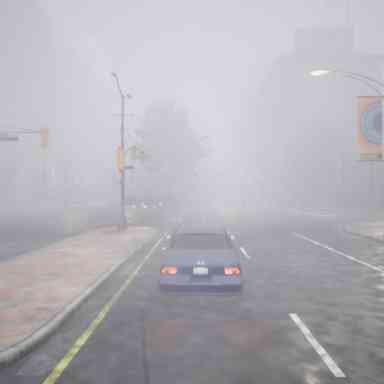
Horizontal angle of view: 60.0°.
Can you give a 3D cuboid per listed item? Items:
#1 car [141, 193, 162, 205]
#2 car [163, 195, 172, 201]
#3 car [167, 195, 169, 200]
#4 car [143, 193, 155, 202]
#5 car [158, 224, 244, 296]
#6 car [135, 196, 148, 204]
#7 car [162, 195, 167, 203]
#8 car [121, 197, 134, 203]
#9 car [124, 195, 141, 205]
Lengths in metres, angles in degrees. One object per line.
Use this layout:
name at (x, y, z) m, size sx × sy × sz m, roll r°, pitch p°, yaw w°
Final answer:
car at (-7.035, 1.391, 57.907) m, size 2.097 × 1.767 × 4.553 m, roll 0°, pitch 0°, yaw 1°
car at (-6.431, 1.536, 86.546) m, size 1.882 × 1.535 × 5.008 m, roll 0°, pitch 0°, yaw 1°
car at (-6.615, 1.577, 76.452) m, size 2.128 × 1.511 × 4.902 m, roll 0°, pitch 0°, yaw 1°
car at (-10.076, 1.278, 78.644) m, size 2.150 × 2.045 × 5.566 m, roll 0°, pitch 0°, yaw 1°
car at (0.225, 1.553, 8.857) m, size 2.033 × 1.411 × 5.357 m, roll 0°, pitch 0°, yaw 1°
car at (-10.278, 1.550, 67.958) m, size 1.837 × 1.490 × 4.892 m, roll 0°, pitch 0°, yaw 1°
car at (-6.822, 1.397, 66.679) m, size 2.097 × 1.767 × 4.553 m, roll 0°, pitch 0°, yaw 1°
car at (-13.488, 1.641, 69.746) m, size 1.895 × 1.301 × 4.718 m, roll 0°, pitch 0°, yaw 1°
car at (-10.535, 1.391, 57.783) m, size 2.097 × 1.767 × 4.553 m, roll 0°, pitch 0°, yaw 1°
